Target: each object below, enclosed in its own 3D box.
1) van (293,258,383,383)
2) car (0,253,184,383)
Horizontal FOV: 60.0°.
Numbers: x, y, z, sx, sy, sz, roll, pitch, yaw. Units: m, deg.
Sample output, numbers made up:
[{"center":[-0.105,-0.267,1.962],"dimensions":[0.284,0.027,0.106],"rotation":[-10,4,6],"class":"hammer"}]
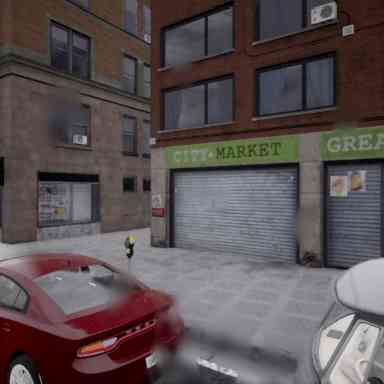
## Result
[{"center":[2.411,1.341,1.357],"dimensions":[3.998,1.788,1.690],"rotation":[0,0,35],"class":"van"},{"center":[-2.198,1.544,4.644],"dimensions":[4.507,1.381,1.887],"rotation":[0,0,35],"class":"car"}]
